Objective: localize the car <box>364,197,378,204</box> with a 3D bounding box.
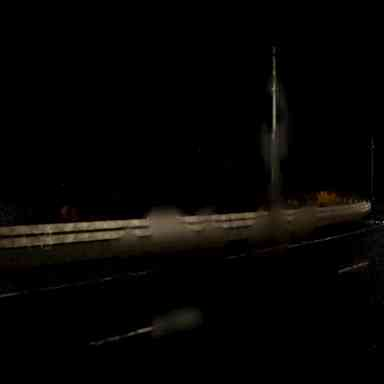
[{"bbox_3d":[38.523,1.870,72.044,2.128,1.511,4.902,0,0,10],"label":"car"}]
